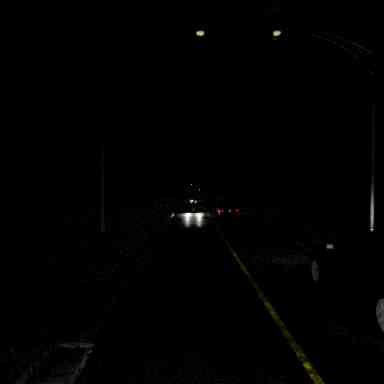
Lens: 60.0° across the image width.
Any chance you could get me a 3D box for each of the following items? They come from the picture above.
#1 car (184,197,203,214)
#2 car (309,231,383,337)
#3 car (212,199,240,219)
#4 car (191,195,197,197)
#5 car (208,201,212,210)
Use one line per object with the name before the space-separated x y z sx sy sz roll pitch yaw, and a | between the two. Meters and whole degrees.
car | 0.178 1.615 36.782 1.994 1.385 4.181 0 0 0
car | 3.921 1.509 6.553 1.882 1.535 5.008 0 0 0
car | 3.175 1.608 30.158 2.033 1.411 5.357 0 0 1
car | 0.479 1.492 94.751 2.128 1.511 4.902 0 0 0
car | 3.237 1.636 43.651 1.994 1.385 4.181 0 0 1
